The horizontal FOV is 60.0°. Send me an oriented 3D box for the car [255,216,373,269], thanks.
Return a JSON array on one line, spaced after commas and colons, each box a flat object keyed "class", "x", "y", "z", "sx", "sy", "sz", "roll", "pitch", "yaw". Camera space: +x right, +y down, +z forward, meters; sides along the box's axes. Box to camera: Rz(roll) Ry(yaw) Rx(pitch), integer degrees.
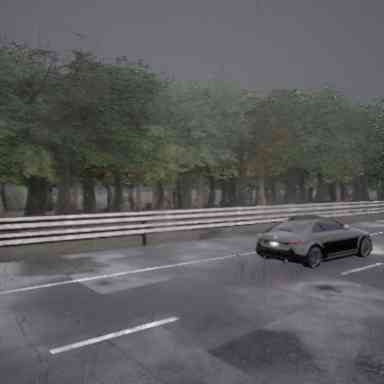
[{"class": "car", "x": 4.054, "y": 1.482, "z": 10.903, "sx": 4.181, "sy": 1.385, "sz": 1.994, "roll": -1, "pitch": 0, "yaw": -35}]
